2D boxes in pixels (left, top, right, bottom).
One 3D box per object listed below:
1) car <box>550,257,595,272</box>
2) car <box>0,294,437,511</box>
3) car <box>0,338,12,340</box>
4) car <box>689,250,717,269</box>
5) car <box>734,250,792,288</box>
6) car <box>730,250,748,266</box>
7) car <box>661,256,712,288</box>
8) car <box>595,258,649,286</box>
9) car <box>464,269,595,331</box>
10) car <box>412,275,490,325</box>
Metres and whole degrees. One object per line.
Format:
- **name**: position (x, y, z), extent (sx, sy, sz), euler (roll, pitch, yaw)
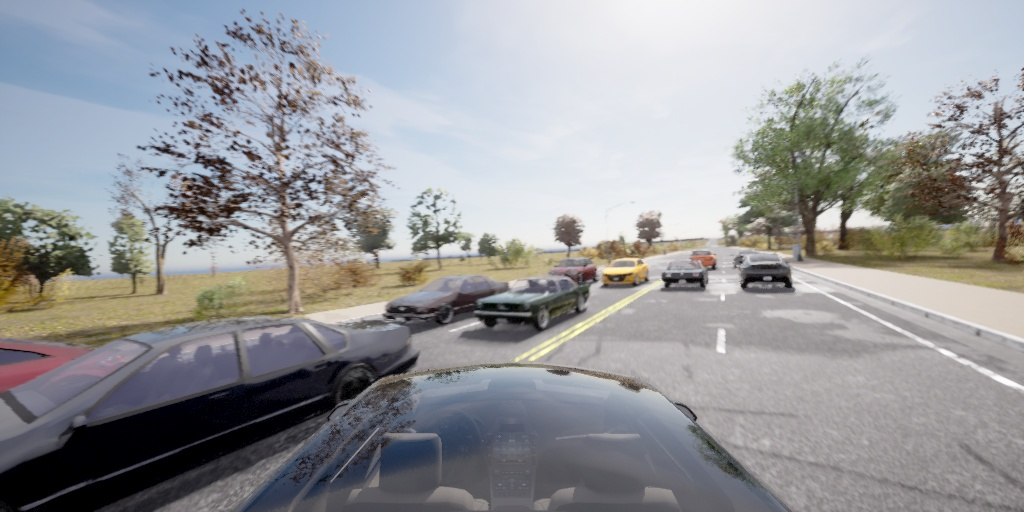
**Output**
- **car**: position (3.881, 0.912, 22.777), extent (2.097, 1.767, 4.553), euler (-3, 0, 31)
- **car**: position (-3.501, 1.484, 4.022), extent (2.033, 1.411, 5.357), euler (-3, 0, 31)
- **car**: position (-7.297, 1.702, 3.984), extent (1.994, 1.385, 4.181), euler (-3, 0, 30)
- **car**: position (17.005, 0.210, 32.025), extent (2.097, 1.767, 4.553), euler (-3, 0, 31)
- **car**: position (11.886, 0.633, 17.072), extent (1.837, 1.490, 4.892), euler (-3, 0, 31)
- **car**: position (20.062, 0.203, 30.798), extent (1.837, 1.490, 4.892), euler (-3, 1, 31)
- **car**: position (9.195, 0.874, 18.896), extent (1.895, 1.301, 4.718), euler (-3, 0, 31)
- **car**: position (6.835, 0.878, 21.376), extent (1.882, 1.535, 5.008), euler (-3, 0, 31)
- **car**: position (0.835, 1.314, 11.158), extent (1.895, 1.301, 4.718), euler (-3, 0, 31)
- **car**: position (-1.944, 1.408, 12.840), extent (2.033, 1.411, 5.357), euler (-3, 0, 31)
